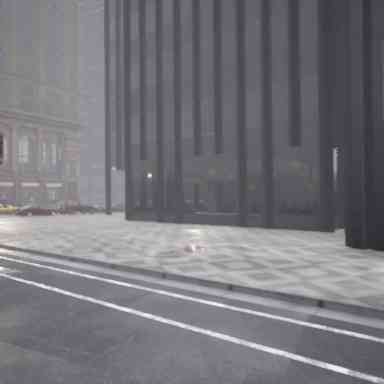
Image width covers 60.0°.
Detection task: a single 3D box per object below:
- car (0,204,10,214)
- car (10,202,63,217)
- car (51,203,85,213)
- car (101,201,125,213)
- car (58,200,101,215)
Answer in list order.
[{"bbox_3d":[-24.466,2.200,42.289,1.752,1.417,4.829,-2,-2,36],"label":"car"},{"bbox_3d":[-17.440,2.125,37.454,1.887,1.381,4.507,-2,-2,36],"label":"car"},{"bbox_3d":[-18.678,2.361,50.371,2.008,1.369,4.403,-2,-2,36],"label":"car"},{"bbox_3d":[-11.507,2.300,45.718,1.802,1.307,4.206,-2,-2,36],"label":"car"},{"bbox_3d":[-14.477,1.964,41.593,2.192,1.841,5.009,-2,-2,36],"label":"car"}]
